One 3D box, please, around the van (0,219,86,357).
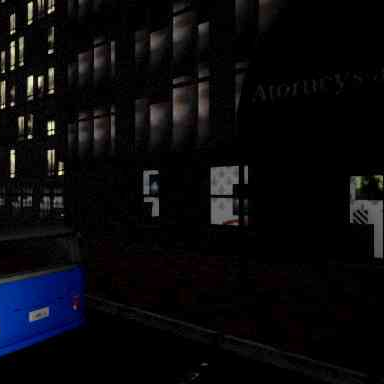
[{"bbox_3d":[-3.474,1.341,5.370,3.998,1.788,1.690,0,0,36],"label":"van"}]
